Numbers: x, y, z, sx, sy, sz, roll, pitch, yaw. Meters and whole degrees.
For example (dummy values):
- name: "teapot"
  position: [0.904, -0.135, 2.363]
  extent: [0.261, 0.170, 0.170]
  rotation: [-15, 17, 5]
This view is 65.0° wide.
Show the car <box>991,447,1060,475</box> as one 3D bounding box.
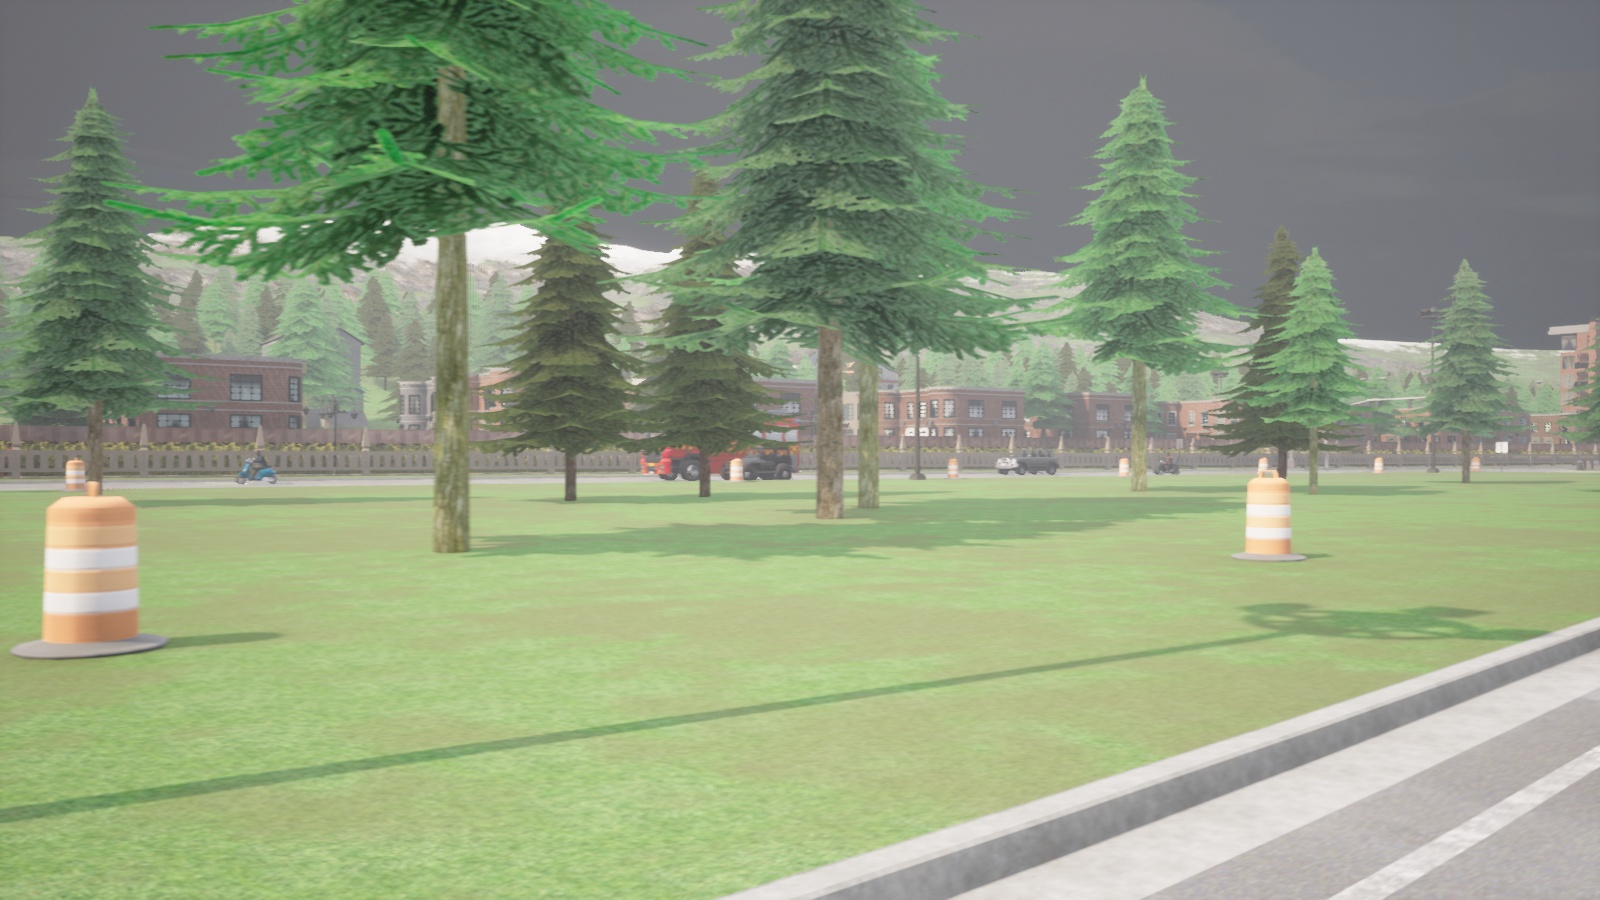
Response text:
- name: "car"
  position: [15.321, 0.727, 85.106]
  extent: [4.605, 1.855, 1.932]
  rotation: [0, 0, -35]

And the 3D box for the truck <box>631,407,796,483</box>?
- name: "truck"
  position: [-4.531, -0.252, 66.940]
  extent: [8.468, 3.827, 2.891]
  rotation: [0, 0, -35]

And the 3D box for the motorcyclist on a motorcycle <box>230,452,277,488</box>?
- name: "motorcyclist on a motorcycle"
  position: [-24.795, 0.888, 57.022]
  extent: [1.817, 1.590, 0.866]
  rotation: [0, 0, -35]

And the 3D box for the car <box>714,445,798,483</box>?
- name: "car"
  position: [-2.239, 0.697, 64.268]
  extent: [3.866, 1.878, 1.905]
  rotation: [0, 0, -35]

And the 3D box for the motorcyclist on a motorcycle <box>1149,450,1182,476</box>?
- name: "motorcyclist on a motorcycle"
  position: [24.048, 0.835, 82.670]
  extent: [2.350, 1.649, 0.766]
  rotation: [0, 0, -35]
